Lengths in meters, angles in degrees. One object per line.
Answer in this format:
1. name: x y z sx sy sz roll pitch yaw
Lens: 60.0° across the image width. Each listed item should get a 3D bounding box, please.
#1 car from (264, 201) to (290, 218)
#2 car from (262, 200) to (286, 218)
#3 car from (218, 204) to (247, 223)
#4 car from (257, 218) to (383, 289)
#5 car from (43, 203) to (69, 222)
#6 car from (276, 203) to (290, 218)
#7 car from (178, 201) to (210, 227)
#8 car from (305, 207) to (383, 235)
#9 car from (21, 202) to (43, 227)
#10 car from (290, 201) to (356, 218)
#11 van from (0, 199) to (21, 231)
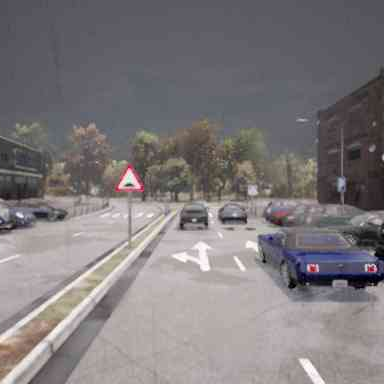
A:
1. car: 7.676 1.548 22.180 5.008 1.535 2.097 0 0 0
2. car: 7.643 1.422 24.942 4.553 1.767 2.185 0 0 0
3. car: 3.142 1.629 26.264 1.994 1.385 4.181 0 0 1
4. car: 3.114 1.636 9.195 1.895 1.301 4.718 0 0 0
5. car: -12.446 1.579 26.811 4.792 1.488 2.163 0 0 0
6. car: 7.664 1.585 19.424 4.674 1.452 2.002 0 0 0
7. car: 0.128 1.533 22.529 1.837 1.490 4.892 0 -2 0
8. car: 7.666 1.535 13.904 4.892 1.521 2.231 0 0 0
9. car: -12.518 1.431 21.376 4.553 1.767 2.185 0 0 0
10. car: 7.632 1.415 16.667 4.553 1.767 2.185 0 0 0
11. van: -12.376 1.329 18.468 4.442 1.987 1.878 0 0 0
